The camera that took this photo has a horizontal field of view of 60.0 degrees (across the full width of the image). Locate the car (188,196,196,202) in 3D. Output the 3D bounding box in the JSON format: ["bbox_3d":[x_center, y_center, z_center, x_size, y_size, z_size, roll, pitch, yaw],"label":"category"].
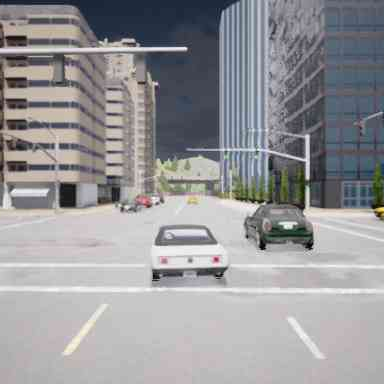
[{"bbox_3d":[0.020,1.658,80.514,2.033,1.411,5.357,0,0,0],"label":"car"}]

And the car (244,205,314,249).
[{"bbox_3d":[3.598,1.327,14.540,2.097,1.767,4.553,0,0,0],"label":"car"}]

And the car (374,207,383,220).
[{"bbox_3d":[16.824,1.460,25.735,5.008,1.535,1.882,0,0,1],"label":"car"}]

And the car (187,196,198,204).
[{"bbox_3d":[0.117,1.574,65.836,1.882,1.535,5.008,0,-1,0],"label":"car"}]

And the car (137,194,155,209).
[{"bbox_3d":[-7.079,1.293,48.351,2.150,2.045,5.566,0,0,0],"label":"car"}]

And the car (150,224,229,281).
[{"bbox_3d":[-0.291,1.606,9.977,1.895,1.301,4.718,0,0,-6],"label":"car"}]

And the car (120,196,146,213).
[{"bbox_3d":[-7.088,1.548,38.778,2.128,1.511,4.902,0,0,0],"label":"car"}]

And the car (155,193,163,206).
[{"bbox_3d":[-7.024,1.308,58.827,2.150,2.045,5.566,0,0,1],"label":"car"}]
